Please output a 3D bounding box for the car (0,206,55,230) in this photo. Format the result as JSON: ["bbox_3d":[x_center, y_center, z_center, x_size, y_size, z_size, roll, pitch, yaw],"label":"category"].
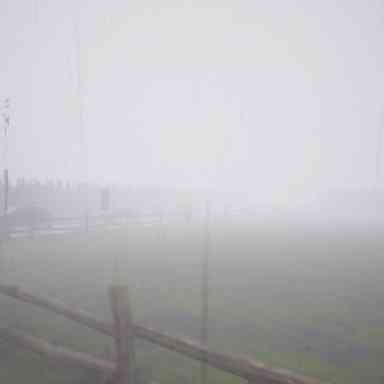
[{"bbox_3d":[-12.429,1.797,24.057,2.097,1.767,4.553,-1,-2,35],"label":"car"}]

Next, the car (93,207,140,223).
[{"bbox_3d":[-7.049,2.151,31.557,2.128,1.511,4.902,-1,-2,36],"label":"car"}]

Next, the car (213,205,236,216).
[{"bbox_3d":[4.738,2.644,47.675,1.812,1.442,4.674,-1,-2,36],"label":"car"}]

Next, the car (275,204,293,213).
[{"bbox_3d":[16.361,2.913,58.796,1.882,1.535,5.008,-1,-2,36],"label":"car"}]

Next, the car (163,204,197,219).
[{"bbox_3d":[-1.337,2.235,39.416,2.097,1.767,4.553,-1,-2,36],"label":"car"}]
